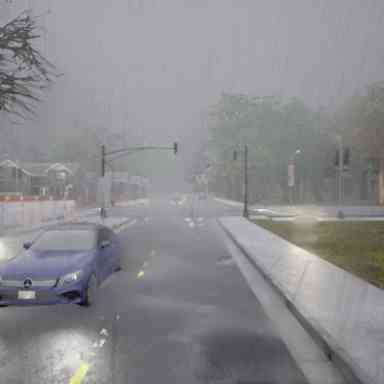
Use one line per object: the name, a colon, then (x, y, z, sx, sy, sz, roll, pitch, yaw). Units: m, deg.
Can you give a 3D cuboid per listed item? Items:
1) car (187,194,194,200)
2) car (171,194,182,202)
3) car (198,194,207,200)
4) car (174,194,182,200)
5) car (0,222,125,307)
car: (-0.413, 1.415, 87.361, 2.033, 1.411, 5.357, 0, 0, -1)
car: (-3.527, 1.258, 73.856, 2.097, 1.767, 4.553, 0, 0, -1)
car: (2.833, 1.230, 87.781, 2.097, 1.767, 4.553, 0, 0, -1)
car: (-3.683, 1.373, 89.425, 1.837, 1.490, 4.892, 0, 0, -1)
car: (-2.840, 1.509, 8.055, 1.812, 1.442, 4.674, 0, 0, 0)
